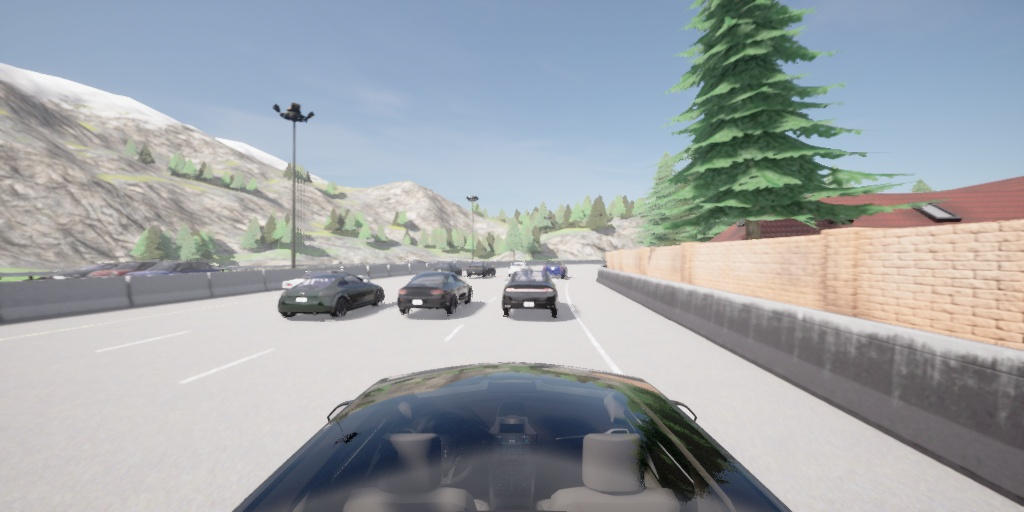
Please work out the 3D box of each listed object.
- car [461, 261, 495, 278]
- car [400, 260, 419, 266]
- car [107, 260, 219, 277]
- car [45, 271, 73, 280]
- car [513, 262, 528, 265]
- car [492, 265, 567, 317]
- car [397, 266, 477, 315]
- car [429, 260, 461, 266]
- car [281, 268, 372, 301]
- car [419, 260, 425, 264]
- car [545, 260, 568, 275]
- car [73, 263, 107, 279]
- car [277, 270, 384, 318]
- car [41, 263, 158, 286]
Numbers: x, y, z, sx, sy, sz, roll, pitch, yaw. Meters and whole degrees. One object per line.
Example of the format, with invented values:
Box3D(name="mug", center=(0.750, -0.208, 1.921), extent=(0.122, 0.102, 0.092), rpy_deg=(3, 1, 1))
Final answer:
Box3D(name="car", center=(-2.928, 1.308, 34.846), extent=(2.128, 1.511, 4.902), rpy_deg=(0, 0, 13))
Box3D(name="car", center=(-16.724, 1.365, 62.045), extent=(1.812, 1.442, 4.674), rpy_deg=(0, 0, 21))
Box3D(name="car", center=(-19.761, 1.091, 20.916), extent=(2.097, 1.767, 4.553), rpy_deg=(0, 0, 7))
Box3D(name="car", center=(-26.491, 1.218, 23.551), extent=(2.128, 1.511, 4.902), rpy_deg=(0, 0, 8))
Box3D(name="car", center=(0.872, 1.354, 35.804), extent=(1.812, 1.442, 4.674), rpy_deg=(0, 0, 13))
Box3D(name="car", center=(0.722, 1.269, 13.365), extent=(2.128, 1.511, 4.902), rpy_deg=(0, 0, 5))
Box3D(name="car", center=(-2.776, 1.295, 13.554), extent=(1.812, 1.442, 4.674), rpy_deg=(0, 0, 5))
Box3D(name="car", center=(-6.374, 1.372, 35.463), extent=(1.994, 1.385, 4.181), rpy_deg=(0, 0, 13))
Box3D(name="car", center=(-9.318, 1.363, 18.555), extent=(1.895, 1.301, 4.718), rpy_deg=(0, 0, 6))
Box3D(name="car", center=(-13.078, 1.396, 61.881), extent=(2.033, 1.411, 5.357), rpy_deg=(0, 0, 21))
Box3D(name="car", center=(4.174, 1.187, 34.491), extent=(2.097, 1.767, 4.553), rpy_deg=(0, 0, 13))
Box3D(name="car", center=(-23.129, 1.085, 22.224), extent=(2.097, 1.767, 4.553), rpy_deg=(0, 0, 8))
Box3D(name="car", center=(-6.324, 1.322, 13.029), extent=(1.994, 1.385, 4.181), rpy_deg=(0, 0, 4))
Box3D(name="car", center=(-29.687, 1.271, 26.182), extent=(2.033, 1.411, 5.357), rpy_deg=(0, 0, 8))
